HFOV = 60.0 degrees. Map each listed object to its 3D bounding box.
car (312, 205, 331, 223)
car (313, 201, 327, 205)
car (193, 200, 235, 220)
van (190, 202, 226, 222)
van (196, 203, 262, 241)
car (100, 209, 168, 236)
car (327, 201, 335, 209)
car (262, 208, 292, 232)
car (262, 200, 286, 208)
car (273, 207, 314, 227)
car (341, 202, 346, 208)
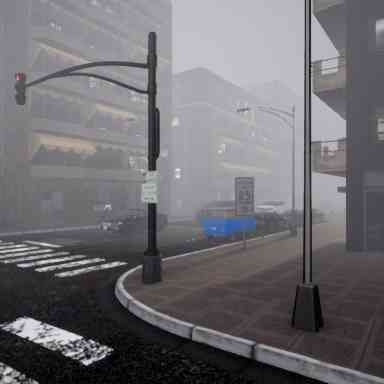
[{"bbox_3d":[11.697,2.233,32.443,2.008,1.369,4.403,-1,-2,35],"label":"car"},{"bbox_3d":[24.131,2.890,64.320,1.802,1.307,4.206,-1,-2,35],"label":"car"},{"bbox_3d":[2.619,1.749,29.574,2.150,2.045,5.566,0,-1,37],"label":"car"},{"bbox_3d":[1.653,1.903,32.731,1.690,1.788,3.998,-1,-2,35],"label":"van"},{"bbox_3d":[2.200,1.704,18.809,1.690,1.788,3.998,-1,-2,35],"label":"van"},{"bbox_3d":[-3.520,1.815,20.963,2.128,1.511,4.902,0,-1,35],"label":"car"},{"bbox_3d":[27.342,2.729,68.840,2.192,1.841,5.009,-1,-2,35],"label":"car"},{"bbox_3d":[5.275,2.035,23.416,1.947,1.339,4.313,-1,-2,35],"label":"car"},{"bbox_3d":[9.284,1.972,38.927,2.150,2.045,5.566,0,-1,36],"label":"car"},{"bbox_3d":[8.485,2.158,27.929,1.802,1.307,4.206,-1,-2,35],"label":"car"},{"bbox_3d":[40.091,3.376,86.754,1.752,1.417,4.829,-1,-2,35],"label":"car"}]
